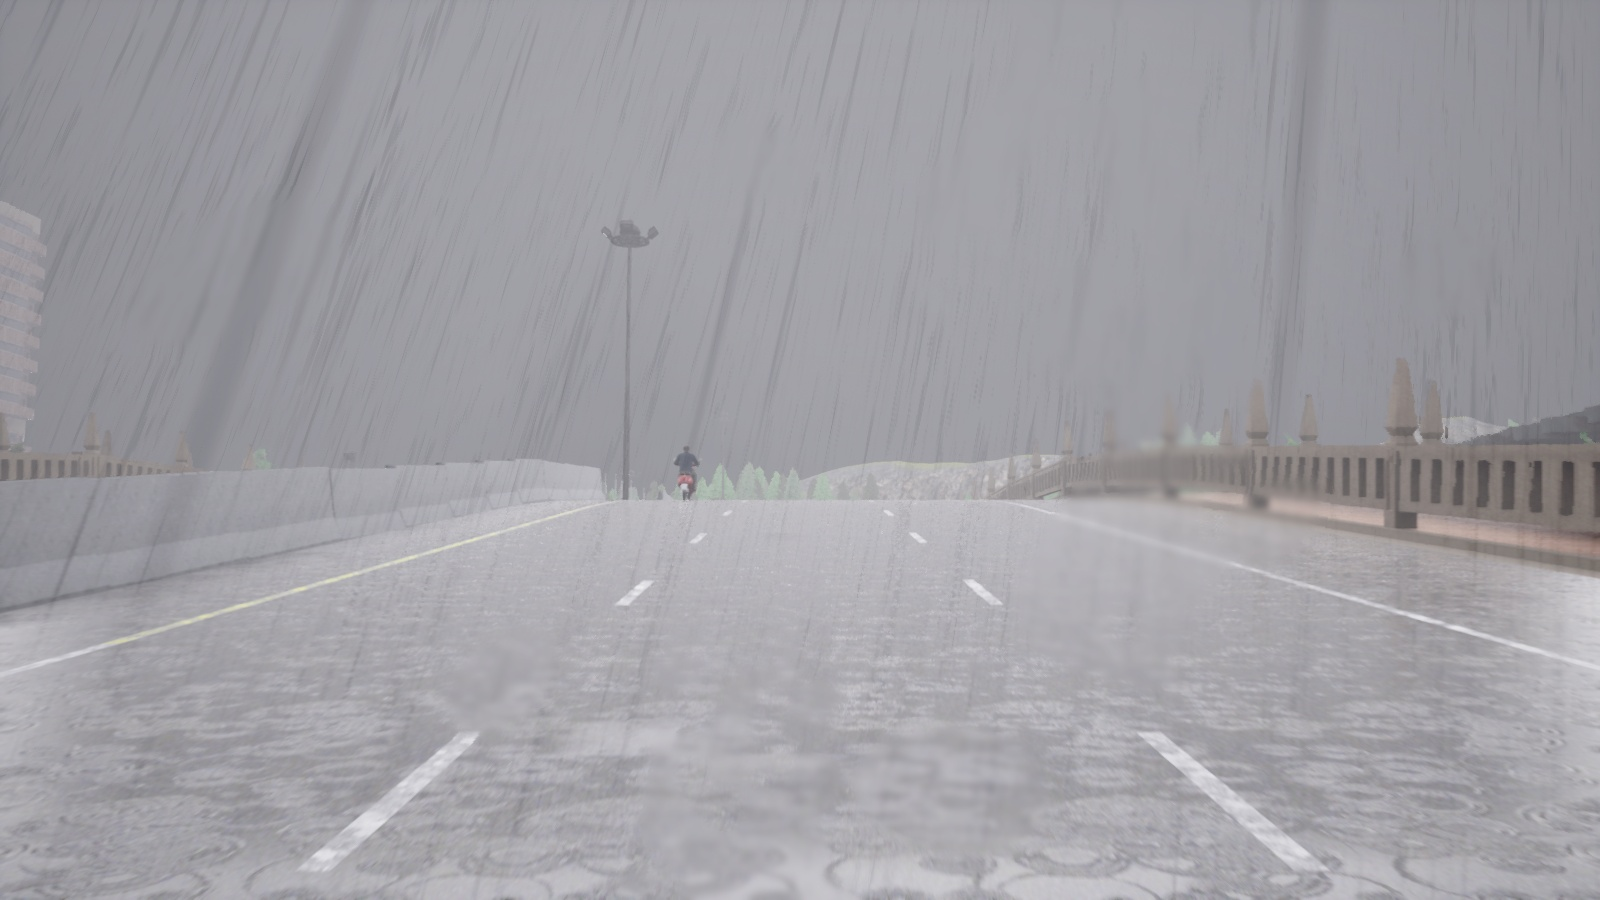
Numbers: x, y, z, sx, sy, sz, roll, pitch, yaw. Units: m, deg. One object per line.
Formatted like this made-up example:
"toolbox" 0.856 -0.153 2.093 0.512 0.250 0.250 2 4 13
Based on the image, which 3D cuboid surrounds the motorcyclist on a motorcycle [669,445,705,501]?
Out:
"motorcyclist on a motorcycle" -3.273 0.669 36.573 0.866 1.590 1.817 0 -2 0
